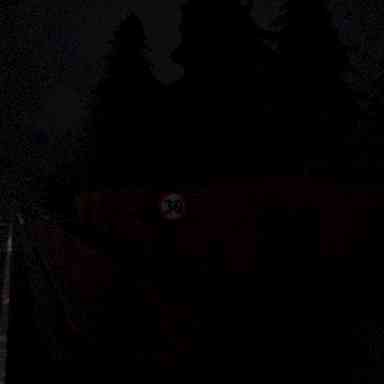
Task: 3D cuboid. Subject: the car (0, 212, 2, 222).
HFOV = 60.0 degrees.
[{"bbox_3d":[-14.860,1.847,23.726,1.837,1.490,4.892,0,-1,-27],"label":"car"}]
